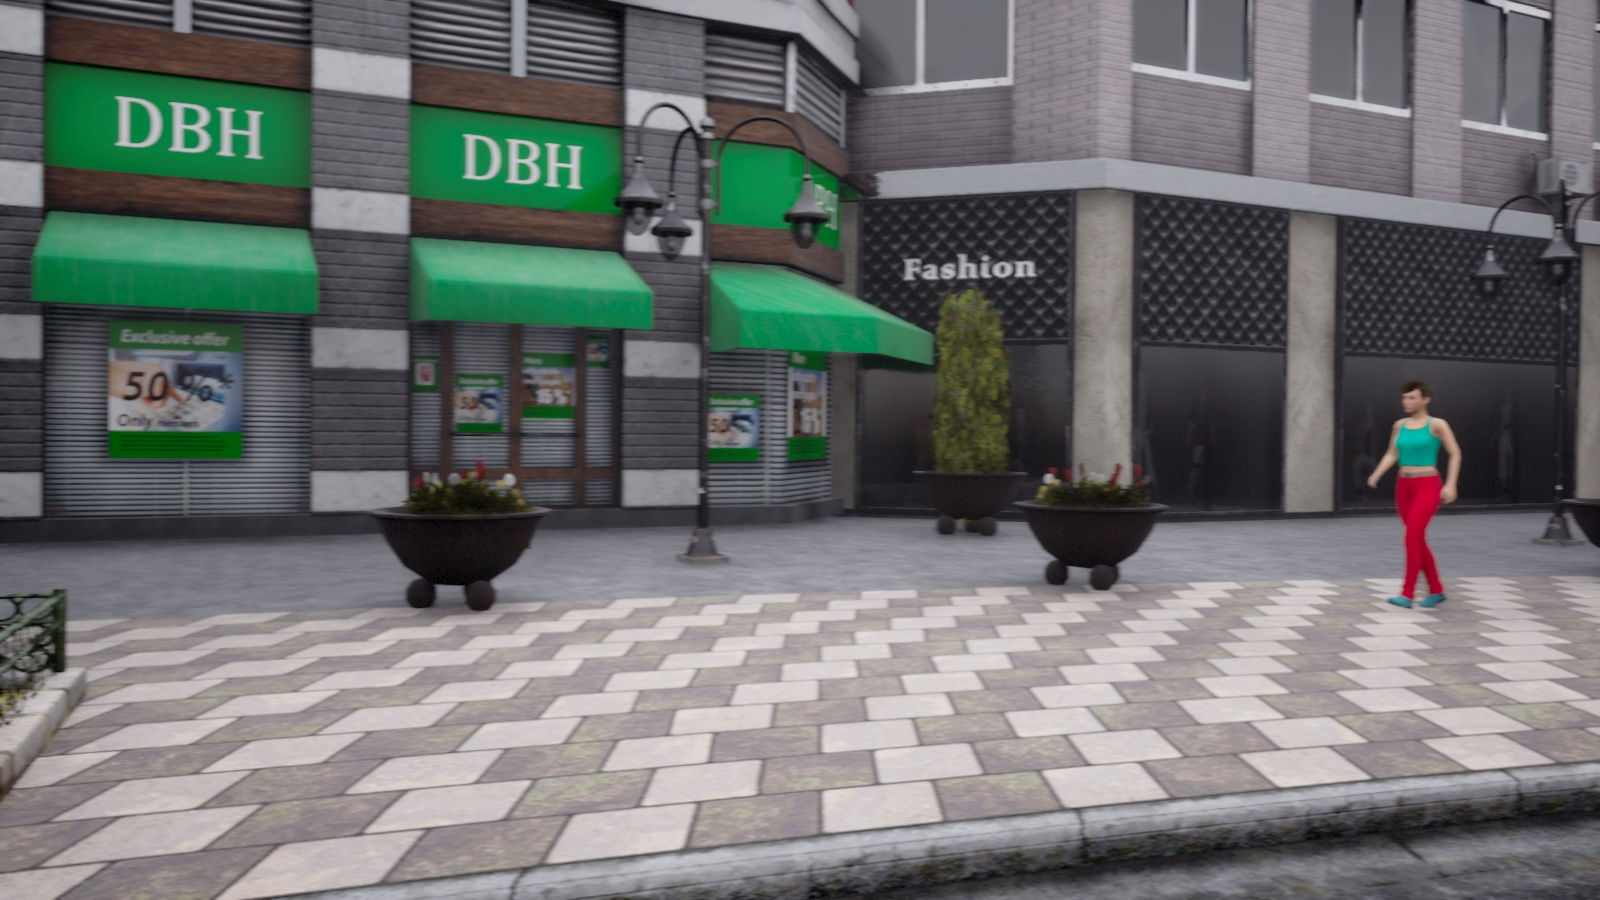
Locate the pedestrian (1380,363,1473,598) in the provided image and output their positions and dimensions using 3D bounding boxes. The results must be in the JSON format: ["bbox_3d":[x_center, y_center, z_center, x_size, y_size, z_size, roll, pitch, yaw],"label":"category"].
[{"bbox_3d":[5.015,0.231,10.054,0.594,1.836,0.345,-1,1,-19],"label":"pedestrian"}]
